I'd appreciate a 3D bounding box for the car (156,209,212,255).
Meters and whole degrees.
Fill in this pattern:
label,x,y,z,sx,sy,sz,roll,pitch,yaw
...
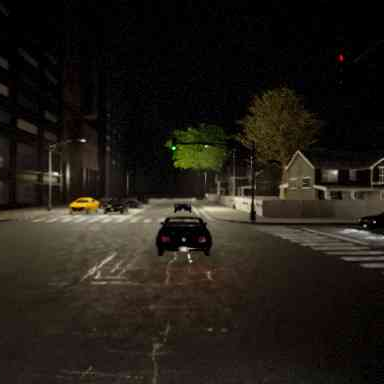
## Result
label,x,y,z,sx,sy,sz,roll,pitch,yaw
car,-0.324,1.594,13.215,1.895,1.301,4.718,1,0,-2

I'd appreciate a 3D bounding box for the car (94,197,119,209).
label,x,y,z,sx,sy,sz,roll,pitch,yaw
car,-11.125,1.425,43.502,2.033,1.411,5.357,0,0,-1

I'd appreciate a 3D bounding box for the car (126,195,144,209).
label,x,y,z,sx,sy,sz,roll,pitch,yaw
car,-7.861,1.463,42.930,1.994,1.385,4.181,0,0,-1

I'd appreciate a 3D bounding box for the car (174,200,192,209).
label,x,y,z,sx,sy,sz,roll,pitch,yaw
car,-1.016,1.551,37.110,1.895,1.301,4.718,0,0,-2

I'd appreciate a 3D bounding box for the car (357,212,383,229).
label,x,y,z,sx,sy,sz,roll,pitch,yaw
car,13.094,1.675,20.446,5.357,1.411,2.033,0,0,-8

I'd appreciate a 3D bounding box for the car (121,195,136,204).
label,x,y,z,sx,sy,sz,roll,pitch,yaw
car,-11.560,1.322,61.063,1.882,1.535,5.008,0,0,-1

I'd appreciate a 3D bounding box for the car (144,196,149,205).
label,x,y,z,sx,sy,sz,roll,pitch,yaw
car,-8.182,1.382,54.819,1.837,1.490,4.892,0,0,-1

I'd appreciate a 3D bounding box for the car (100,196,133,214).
label,x,y,z,sx,sy,sz,roll,pitch,yaw
car,-7.601,1.419,33.791,1.837,1.490,4.892,0,0,-2

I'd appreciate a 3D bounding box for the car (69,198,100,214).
label,x,y,z,sx,sy,sz,roll,pitch,yaw
car,-10.854,1.371,33.734,1.882,1.535,5.008,0,0,-1
